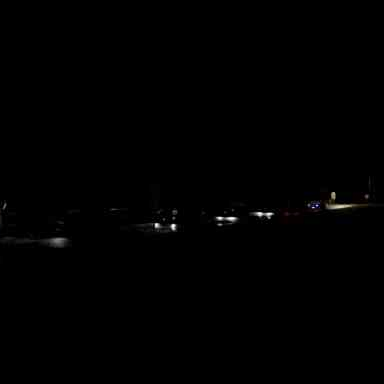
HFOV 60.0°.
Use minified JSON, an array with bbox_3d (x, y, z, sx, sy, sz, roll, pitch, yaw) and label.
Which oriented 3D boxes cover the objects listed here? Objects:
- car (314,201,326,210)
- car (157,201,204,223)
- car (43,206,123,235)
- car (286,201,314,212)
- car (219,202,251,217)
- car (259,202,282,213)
[{"bbox_3d":[19.929,2.117,53.045,1.895,1.301,4.718,-1,-1,35],"label":"car"},{"bbox_3d":[-0.920,1.605,28.040,2.097,1.767,4.553,-1,-1,35],"label":"car"},{"bbox_3d":[-6.434,1.639,20.103,1.882,1.535,5.008,-1,-1,35],"label":"car"},{"bbox_3d":[14.240,1.918,44.775,2.128,1.511,4.902,-1,-1,35],"label":"car"},{"bbox_3d":[4.761,1.870,36.204,1.812,1.442,4.674,-1,-1,35],"label":"car"},{"bbox_3d":[10.526,2.000,44.437,1.994,1.385,4.181,-1,-1,35],"label":"car"}]
